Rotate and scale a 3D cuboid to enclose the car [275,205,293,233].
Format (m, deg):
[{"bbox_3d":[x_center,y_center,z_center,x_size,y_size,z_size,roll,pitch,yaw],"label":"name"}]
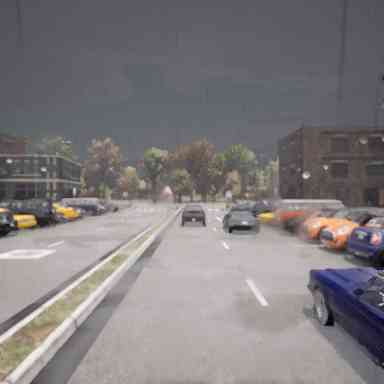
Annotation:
[{"bbox_3d":[7.662,1.700,19.102,5.008,1.535,2.097,0,-1,0],"label":"car"}]

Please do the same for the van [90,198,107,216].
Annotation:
[{"bbox_3d":[-12.369,1.716,37.443,4.442,1.987,1.878,0,-1,0],"label":"van"}]

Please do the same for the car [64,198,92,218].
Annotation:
[{"bbox_3d":[-12.526,1.747,32.006,4.553,1.767,2.185,0,-1,0],"label":"car"}]

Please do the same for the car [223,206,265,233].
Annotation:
[{"bbox_3d":[3.119,1.816,21.641,1.994,1.385,4.181,0,-1,0],"label":"car"}]

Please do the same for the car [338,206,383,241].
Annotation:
[{"bbox_3d":[7.618,1.473,10.832,4.553,1.767,2.185,0,-1,0],"label":"car"}]

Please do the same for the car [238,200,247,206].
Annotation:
[{"bbox_3d":[7.640,1.785,35.650,4.553,1.767,2.185,0,-1,0],"label":"car"}]

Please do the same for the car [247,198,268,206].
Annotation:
[{"bbox_3d":[7.692,1.556,27.377,5.566,2.045,2.435,0,-1,0],"label":"car"}]

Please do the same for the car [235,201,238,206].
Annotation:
[{"bbox_3d":[7.671,1.980,38.406,4.674,1.452,2.002,0,-1,0],"label":"car"}]

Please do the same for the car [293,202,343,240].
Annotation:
[{"bbox_3d":[7.685,1.539,16.346,4.553,1.767,2.185,0,-1,0],"label":"car"}]

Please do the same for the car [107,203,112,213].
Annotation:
[{"bbox_3d":[-12.512,1.844,40.350,4.553,1.767,2.185,0,-1,0],"label":"car"}]

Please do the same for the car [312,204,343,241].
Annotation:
[{"bbox_3d":[7.683,1.506,13.590,4.553,1.767,2.185,0,-1,0],"label":"car"}]

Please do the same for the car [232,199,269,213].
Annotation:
[{"bbox_3d":[7.647,1.869,43.926,4.553,1.767,2.185,0,0,0],"label":"car"}]

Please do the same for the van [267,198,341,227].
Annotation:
[{"bbox_3d":[7.542,1.509,21.862,4.442,1.987,1.878,0,-1,0],"label":"van"}]

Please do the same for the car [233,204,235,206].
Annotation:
[{"bbox_3d":[7.681,1.969,41.162,5.008,1.535,2.097,0,0,0],"label":"car"}]

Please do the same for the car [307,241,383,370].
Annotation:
[{"bbox_3d":[3.104,1.646,4.210,1.895,1.301,4.718,0,-1,0],"label":"car"}]

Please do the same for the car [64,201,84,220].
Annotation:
[{"bbox_3d":[-12.494,1.833,29.101,5.008,1.535,2.097,0,-1,0],"label":"car"}]

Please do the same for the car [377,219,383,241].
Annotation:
[{"bbox_3d":[7.640,1.569,8.074,4.892,1.521,2.231,0,-1,0],"label":"car"}]

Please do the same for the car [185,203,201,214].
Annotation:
[{"bbox_3d":[0.137,2.055,41.977,1.895,1.301,4.718,0,-2,0],"label":"car"}]

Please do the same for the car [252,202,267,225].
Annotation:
[{"bbox_3d":[7.476,1.768,24.617,5.366,1.575,1.946,0,-1,0],"label":"car"}]

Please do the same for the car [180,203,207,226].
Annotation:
[{"bbox_3d":[0.124,1.820,26.607,1.837,1.490,4.892,0,-1,0],"label":"car"}]

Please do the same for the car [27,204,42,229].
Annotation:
[{"bbox_3d":[-12.699,1.718,20.889,5.366,1.575,1.946,0,-1,0],"label":"car"}]

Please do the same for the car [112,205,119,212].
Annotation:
[{"bbox_3d":[-12.442,2.043,45.783,4.792,1.488,2.163,0,0,0],"label":"car"}]

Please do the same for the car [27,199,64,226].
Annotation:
[{"bbox_3d":[-12.538,1.507,23.672,5.566,2.045,2.435,0,-1,0],"label":"car"}]

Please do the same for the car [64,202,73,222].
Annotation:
[{"bbox_3d":[-12.510,1.798,26.446,4.892,1.521,2.231,0,-1,0],"label":"car"}]

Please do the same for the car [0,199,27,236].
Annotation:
[{"bbox_3d":[-12.490,1.431,17.988,5.566,2.045,2.435,0,-1,0],"label":"car"}]

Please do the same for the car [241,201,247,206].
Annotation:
[{"bbox_3d":[7.675,1.880,32.887,4.892,1.521,2.231,0,-1,0],"label":"car"}]
